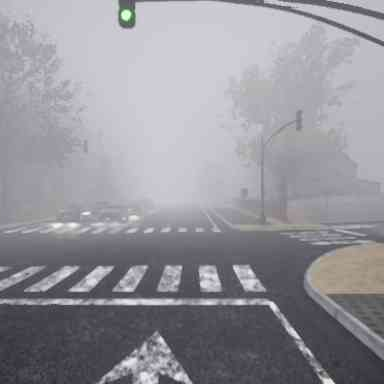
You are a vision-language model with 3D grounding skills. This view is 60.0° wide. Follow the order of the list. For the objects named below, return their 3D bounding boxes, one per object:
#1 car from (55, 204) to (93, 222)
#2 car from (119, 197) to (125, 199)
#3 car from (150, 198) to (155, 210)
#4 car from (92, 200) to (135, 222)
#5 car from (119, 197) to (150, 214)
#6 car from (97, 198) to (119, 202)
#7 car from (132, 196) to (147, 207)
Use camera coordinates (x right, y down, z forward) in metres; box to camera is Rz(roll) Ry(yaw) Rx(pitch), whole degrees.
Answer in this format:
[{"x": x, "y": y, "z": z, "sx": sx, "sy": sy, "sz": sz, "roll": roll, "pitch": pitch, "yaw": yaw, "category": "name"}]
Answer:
[{"x": -9.847, "y": 1.728, "z": 28.021, "sx": 1.994, "sy": 1.385, "sz": 4.181, "roll": 0, "pitch": 0, "yaw": 0, "category": "car"}, {"x": -9.840, "y": 1.637, "z": 47.034, "sx": 2.097, "sy": 1.767, "sz": 4.553, "roll": 0, "pitch": 0, "yaw": 0, "category": "car"}, {"x": -6.588, "y": 1.646, "z": 48.390, "sx": 2.097, "sy": 1.767, "sz": 4.553, "roll": 0, "pitch": 0, "yaw": 0, "category": "car"}, {"x": -6.598, "y": 1.716, "z": 28.714, "sx": 2.033, "sy": 1.411, "sz": 5.357, "roll": 0, "pitch": 0, "yaw": 0, "category": "car"}, {"x": -6.595, "y": 1.721, "z": 38.488, "sx": 2.128, "sy": 1.511, "sz": 4.902, "roll": 0, "pitch": 0, "yaw": 0, "category": "car"}, {"x": -9.845, "y": 1.725, "z": 36.929, "sx": 1.837, "sy": 1.490, "sz": 4.892, "roll": 0, "pitch": 0, "yaw": 0, "category": "car"}, {"x": -9.759, "y": 1.736, "z": 61.986, "sx": 2.097, "sy": 1.767, "sz": 4.553, "roll": 0, "pitch": 0, "yaw": 0, "category": "car"}]
